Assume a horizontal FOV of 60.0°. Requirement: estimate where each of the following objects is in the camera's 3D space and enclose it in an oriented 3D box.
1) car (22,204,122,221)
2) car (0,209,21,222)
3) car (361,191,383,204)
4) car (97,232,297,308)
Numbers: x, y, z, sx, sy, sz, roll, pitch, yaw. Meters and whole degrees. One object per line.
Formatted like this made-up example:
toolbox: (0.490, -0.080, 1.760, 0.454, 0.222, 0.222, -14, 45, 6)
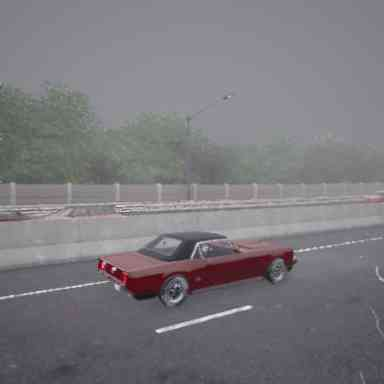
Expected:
car: (-5.761, 1.463, 16.765, 4.553, 1.767, 2.097, -1, 0, -33)
car: (-12.141, 1.792, 20.960, 4.718, 1.301, 1.895, 0, 0, -33)
car: (25.037, 0.883, 44.369, 5.566, 2.045, 2.150, -1, 0, -31)
car: (0.320, 1.626, 8.007, 4.718, 1.301, 1.895, -1, 0, -33)
